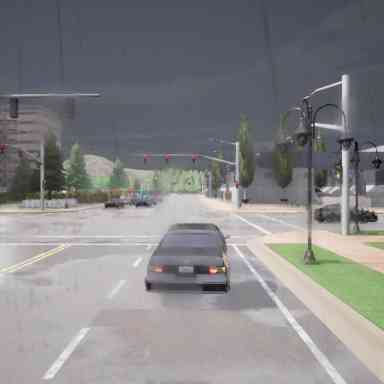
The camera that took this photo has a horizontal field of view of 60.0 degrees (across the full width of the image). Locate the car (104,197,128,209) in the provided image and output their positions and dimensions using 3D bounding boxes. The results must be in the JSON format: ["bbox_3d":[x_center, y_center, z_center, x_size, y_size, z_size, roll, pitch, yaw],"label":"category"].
[{"bbox_3d":[-10.572,1.601,45.531,1.895,1.301,4.718,0,0,0],"label":"car"}]

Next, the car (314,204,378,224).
[{"bbox_3d":[11.168,1.564,24.266,4.181,1.385,1.994,0,0,0],"label":"car"}]

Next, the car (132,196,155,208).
[{"bbox_3d":[-7.064,1.601,48.797,1.895,1.301,4.718,0,0,0],"label":"car"}]

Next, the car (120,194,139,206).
[{"bbox_3d":[-10.565,1.491,54.798,2.128,1.511,4.902,0,0,0],"label":"car"}]

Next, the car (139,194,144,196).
[{"bbox_3d":[-10.500,1.548,66.140,2.033,1.411,5.357,0,0,1],"label":"car"}]

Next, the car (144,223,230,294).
[{"bbox_3d":[0.059,1.547,8.951,2.033,1.411,5.357,0,0,4],"label":"car"}]

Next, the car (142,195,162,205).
[{"bbox_3d":[-7.051,1.547,58.442,2.033,1.411,5.357,0,0,0],"label":"car"}]
